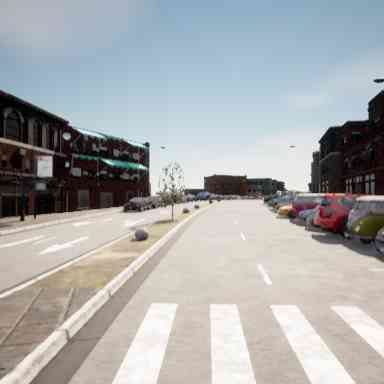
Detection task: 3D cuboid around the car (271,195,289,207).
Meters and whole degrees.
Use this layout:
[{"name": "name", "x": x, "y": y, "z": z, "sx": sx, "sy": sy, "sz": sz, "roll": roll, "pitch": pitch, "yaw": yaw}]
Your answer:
[{"name": "car", "x": 10.487, "y": 1.331, "z": 32.183, "sx": 4.792, "sy": 1.488, "sz": 2.163, "roll": 0, "pitch": 1, "yaw": 8}]

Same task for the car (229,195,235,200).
[{"name": "car", "x": 9.741, "y": 1.714, "z": 94.469, "sx": 2.163, "sy": 1.488, "sz": 4.792, "roll": 0, "pitch": -1, "yaw": 22}]

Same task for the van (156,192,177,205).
[{"name": "van", "x": -3.941, "y": 0.992, "z": 46.470, "sx": 1.878, "sy": 1.987, "sz": 4.442, "roll": 0, "pitch": 0, "yaw": 11}]

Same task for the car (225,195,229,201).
[{"name": "car", "x": 7.789, "y": 1.606, "z": 89.307, "sx": 2.002, "sy": 1.452, "sz": 4.674, "roll": 0, "pitch": -1, "yaw": 21}]

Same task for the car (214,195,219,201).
[{"name": "car", "x": 4.221, "y": 1.226, "z": 78.847, "sx": 2.185, "sy": 1.767, "sz": 4.553, "roll": 0, "pitch": -1, "yaw": 18}]

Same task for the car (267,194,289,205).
[{"name": "car", "x": 11.314, "y": 1.252, "z": 37.580, "sx": 4.892, "sy": 1.521, "sz": 2.231, "roll": 0, "pitch": 1, "yaw": 9}]

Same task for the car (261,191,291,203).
[{"name": "car", "x": 13.270, "y": 0.900, "z": 48.458, "sx": 5.566, "sy": 2.045, "sz": 2.435, "roll": 0, "pitch": 0, "yaw": 12}]

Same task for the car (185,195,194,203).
[{"name": "car", "x": -1.618, "y": 1.214, "z": 57.436, "sx": 2.002, "sy": 1.452, "sz": 4.674, "roll": 0, "pitch": 0, "yaw": 13}]

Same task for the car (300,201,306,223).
[{"name": "car", "x": 8.968, "y": 1.421, "z": 18.746, "sx": 4.792, "sy": 1.488, "sz": 2.163, "roll": 0, "pitch": 0, "yaw": 5}]

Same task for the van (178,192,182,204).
[{"name": "van", "x": -2.863, "y": 0.959, "z": 51.902, "sx": 1.878, "sy": 1.987, "sz": 4.442, "roll": 0, "pitch": 0, "yaw": 13}]

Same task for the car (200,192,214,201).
[{"name": "car", "x": 2.567, "y": 1.022, "z": 73.489, "sx": 2.435, "sy": 2.045, "sz": 5.566, "roll": 0, "pitch": -1, "yaw": 17}]

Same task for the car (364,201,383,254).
[{"name": "car", "x": 8.392, "y": 1.293, "z": 10.536, "sx": 4.553, "sy": 1.767, "sz": 2.185, "roll": 0, "pitch": 0, "yaw": 4}]

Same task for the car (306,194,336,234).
[{"name": "car", "x": 8.805, "y": 1.152, "z": 16.022, "sx": 5.566, "sy": 2.045, "sz": 2.435, "roll": 0, "pitch": 0, "yaw": 5}]

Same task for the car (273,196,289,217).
[{"name": "car", "x": 9.637, "y": 1.341, "z": 26.785, "sx": 5.366, "sy": 1.575, "sz": 1.946, "roll": 0, "pitch": 0, "yaw": 7}]

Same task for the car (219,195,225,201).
[{"name": "car", "x": 5.981, "y": 1.453, "z": 84.198, "sx": 2.231, "sy": 1.521, "sz": 4.892, "roll": 0, "pitch": -1, "yaw": 19}]

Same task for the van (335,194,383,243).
[{"name": "van", "x": 8.456, "y": 1.186, "z": 13.296, "sx": 4.442, "sy": 1.987, "sz": 1.878, "roll": 0, "pitch": 0, "yaw": 4}]

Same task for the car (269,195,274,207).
[{"name": "car", "x": 10.933, "y": 1.307, "z": 34.875, "sx": 4.792, "sy": 1.488, "sz": 2.163, "roll": 0, "pitch": 1, "yaw": 9}]

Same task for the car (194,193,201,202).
[{"name": "car", "x": -0.322, "y": 1.225, "z": 62.825, "sx": 2.002, "sy": 1.452, "sz": 4.674, "roll": 0, "pitch": 0, "yaw": 14}]

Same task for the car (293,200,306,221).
[{"name": "car", "x": 9.236, "y": 1.418, "z": 21.349, "sx": 4.674, "sy": 1.452, "sz": 2.002, "roll": 0, "pitch": 0, "yaw": 6}]

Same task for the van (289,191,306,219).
[{"name": "van", "x": 9.632, "y": 1.136, "z": 24.034, "sx": 4.442, "sy": 1.987, "sz": 1.878, "roll": 0, "pitch": 0, "yaw": 6}]

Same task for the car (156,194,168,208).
[{"name": "car", "x": -4.907, "y": 1.294, "z": 41.097, "sx": 2.163, "sy": 1.488, "sz": 4.792, "roll": 0, "pitch": 0, "yaw": 10}]

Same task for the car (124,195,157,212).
[{"name": "car", "x": -5.758, "y": 1.309, "z": 35.671, "sx": 2.097, "sy": 1.535, "sz": 5.008, "roll": 0, "pitch": 0, "yaw": 9}]

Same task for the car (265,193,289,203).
[{"name": "car", "x": 12.230, "y": 1.222, "z": 43.094, "sx": 4.792, "sy": 1.488, "sz": 2.163, "roll": 0, "pitch": 0, "yaw": 11}]

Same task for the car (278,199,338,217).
[{"name": "car", "x": 10.157, "y": 1.364, "z": 29.471, "sx": 4.674, "sy": 1.452, "sz": 2.002, "roll": 0, "pitch": 0, "yaw": 8}]
